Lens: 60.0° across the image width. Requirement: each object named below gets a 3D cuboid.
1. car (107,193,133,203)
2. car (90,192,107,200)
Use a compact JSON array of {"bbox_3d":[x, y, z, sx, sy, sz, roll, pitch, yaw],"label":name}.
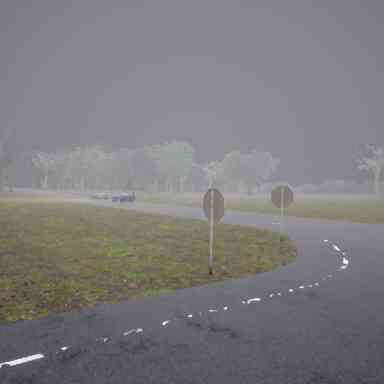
[{"bbox_3d":[-10.805,0.839,51.235,1.882,1.535,5.008,2,0,-35],"label":"car"},{"bbox_3d":[-16.729,0.708,59.805,2.033,1.411,5.357,2,0,-35],"label":"car"}]
